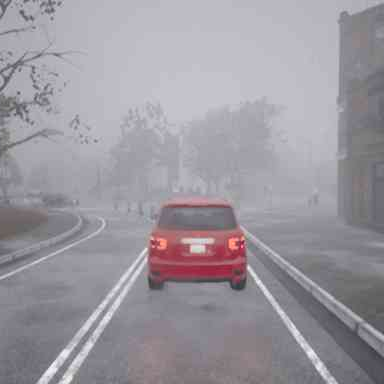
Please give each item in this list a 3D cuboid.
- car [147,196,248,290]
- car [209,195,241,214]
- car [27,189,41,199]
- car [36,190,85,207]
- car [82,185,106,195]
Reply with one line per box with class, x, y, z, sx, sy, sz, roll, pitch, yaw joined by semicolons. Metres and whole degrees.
car;0.116;1.171;9.116;2.150;2.045;5.566;0;0;0
car;3.250;1.121;31.819;1.812;1.442;4.674;1;2;23
car;-26.550;0.326;57.368;1.882;1.535;5.008;0;2;1
car;-15.096;0.909;38.162;4.902;1.511;2.128;1;2;32
car;-21.261;-0.474;72.259;2.150;2.045;5.566;1;2;39
